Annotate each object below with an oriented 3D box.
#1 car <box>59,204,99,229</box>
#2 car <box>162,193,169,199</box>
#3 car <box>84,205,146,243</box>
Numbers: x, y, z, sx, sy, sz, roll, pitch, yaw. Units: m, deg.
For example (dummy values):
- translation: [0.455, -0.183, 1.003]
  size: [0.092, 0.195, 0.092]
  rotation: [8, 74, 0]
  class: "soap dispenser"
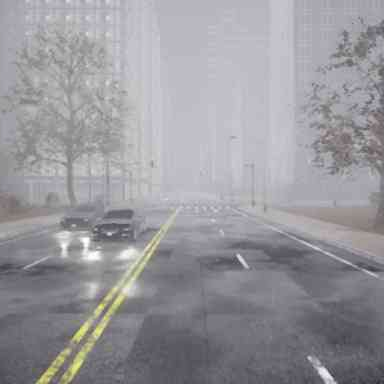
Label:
- translation: [-6.605, 1.481, 21.259]
  size: [2.033, 1.411, 5.357]
  rotation: [0, 0, 0]
  class: "car"
- translation: [-7.444, 1.068, 94.118]
  size: [2.128, 1.511, 4.902]
  rotation: [0, 0, -1]
  class: "car"
- translation: [-3.353, 1.456, 15.954]
  size: [1.837, 1.490, 4.892]
  rotation: [0, 0, 0]
  class: "car"
